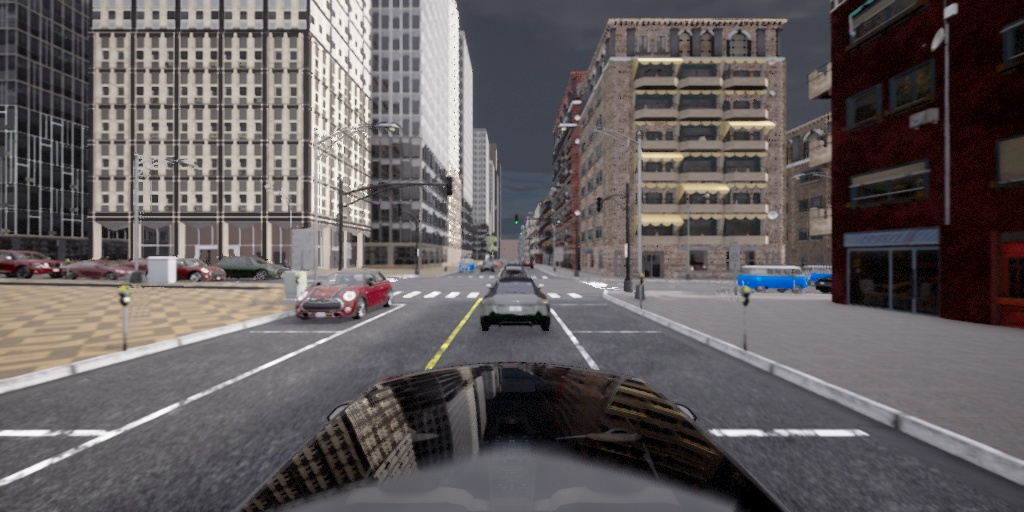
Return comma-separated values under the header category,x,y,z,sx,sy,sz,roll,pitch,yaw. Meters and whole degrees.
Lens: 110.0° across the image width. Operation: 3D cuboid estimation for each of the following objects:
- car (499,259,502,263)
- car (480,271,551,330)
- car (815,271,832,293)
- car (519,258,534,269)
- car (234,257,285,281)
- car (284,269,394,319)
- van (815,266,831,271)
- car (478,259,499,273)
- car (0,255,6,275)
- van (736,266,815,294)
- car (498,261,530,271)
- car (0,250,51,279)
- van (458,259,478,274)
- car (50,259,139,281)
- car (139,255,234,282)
category,x,y,z,sx,sy,sz,roll,pitch,yaw
car,-3.060,1.341,61.977,2.097,1.767,4.553,0,0,1
car,0.096,1.349,11.323,1.994,1.385,4.181,0,0,0
car,22.446,1.866,23.567,4.313,1.339,1.948,0,0,0
car,2.674,1.302,61.792,2.192,1.841,5.009,0,0,0
car,-18.882,0.859,26.024,4.553,1.767,2.097,1,0,0
car,-5.693,1.230,12.662,1.967,1.591,4.097,0,0,0
van,27.911,1.765,31.928,3.998,1.789,1.690,0,0,0
car,-3.095,1.427,46.428,1.837,1.490,4.892,0,0,0
car,-40.307,0.620,25.985,4.674,1.442,1.812,1,0,0
van,16.906,1.534,23.383,3.998,1.789,1.690,0,0,0
car,0.118,1.383,27.154,1.837,1.490,4.892,1,0,0
car,-32.301,0.557,23.399,5.009,1.841,2.192,0,0,0
van,-5.702,1.258,45.136,1.690,1.789,3.998,0,0,0
car,-26.727,0.932,23.412,4.207,1.307,1.802,0,0,0
car,-21.153,0.898,23.426,4.097,1.591,1.967,0,0,0
